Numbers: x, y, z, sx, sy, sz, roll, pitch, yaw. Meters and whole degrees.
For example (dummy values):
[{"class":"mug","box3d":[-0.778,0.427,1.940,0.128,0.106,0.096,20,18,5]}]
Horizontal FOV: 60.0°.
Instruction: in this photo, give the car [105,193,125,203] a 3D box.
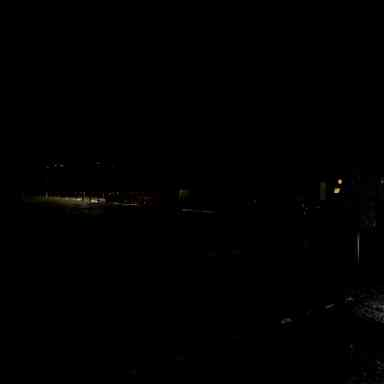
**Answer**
[{"class":"car","box3d":[-12.558,0.960,54.224,2.128,1.511,4.902,1,0,-36]}]

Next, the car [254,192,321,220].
[{"class":"car","box3d":[7.458,1.042,26.681,2.150,2.045,5.566,1,0,-36]}]

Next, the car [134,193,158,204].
[{"class":"car","box3d":[-7.201,0.900,51.731,2.097,1.767,4.553,1,0,-36]}]

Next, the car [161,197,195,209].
[{"class":"car","box3d":[-1.706,1.262,39.214,1.895,1.301,4.718,1,0,-36]}]
